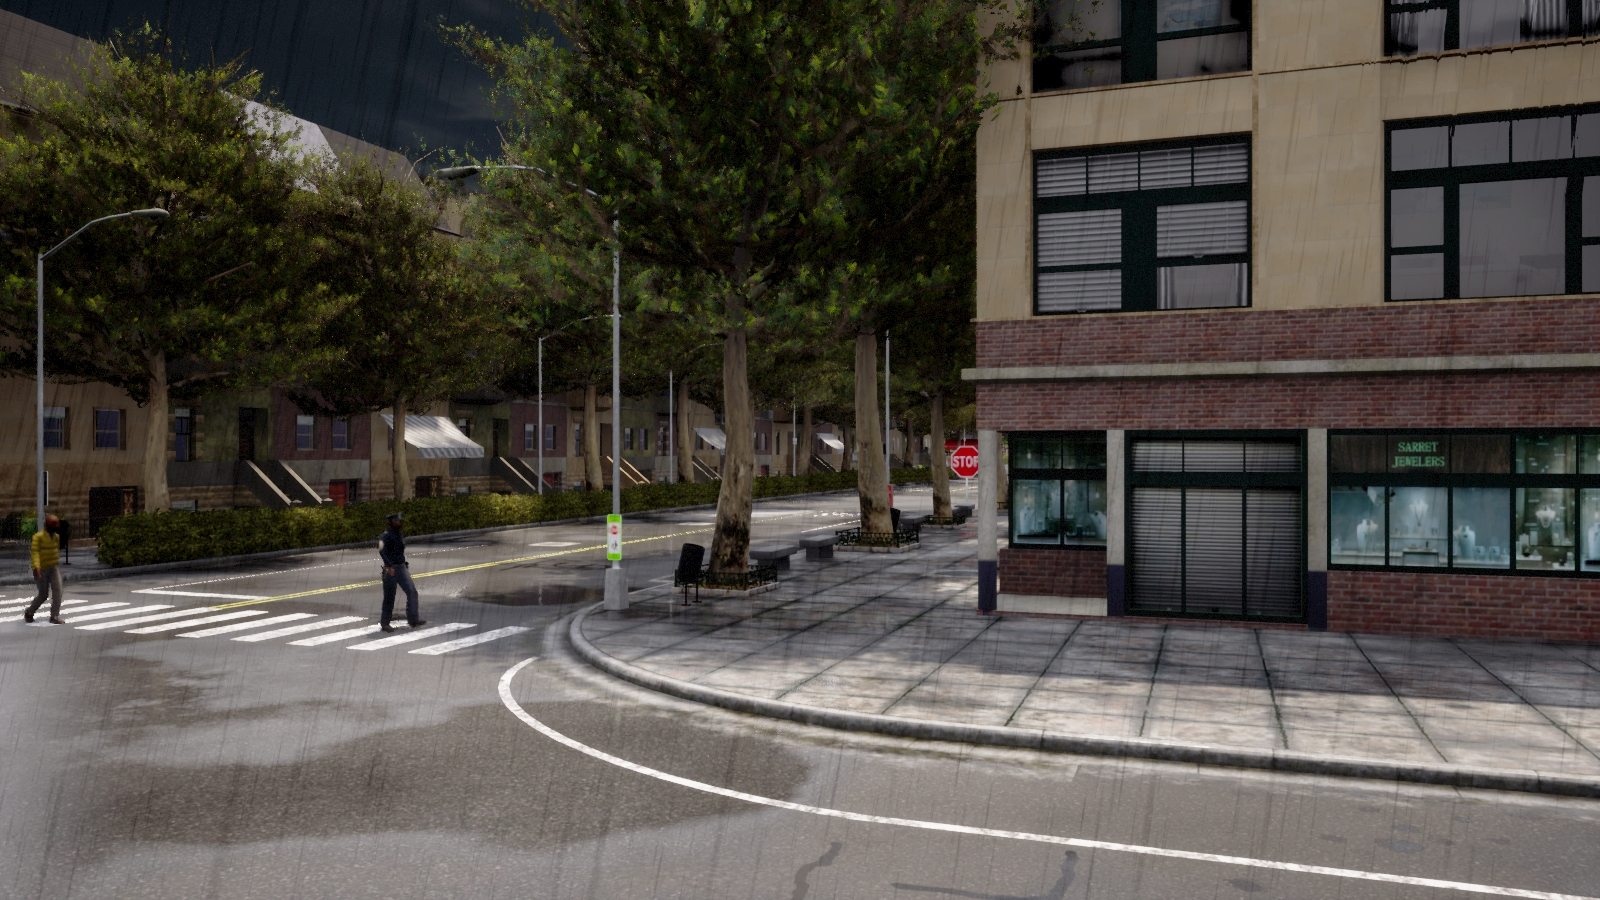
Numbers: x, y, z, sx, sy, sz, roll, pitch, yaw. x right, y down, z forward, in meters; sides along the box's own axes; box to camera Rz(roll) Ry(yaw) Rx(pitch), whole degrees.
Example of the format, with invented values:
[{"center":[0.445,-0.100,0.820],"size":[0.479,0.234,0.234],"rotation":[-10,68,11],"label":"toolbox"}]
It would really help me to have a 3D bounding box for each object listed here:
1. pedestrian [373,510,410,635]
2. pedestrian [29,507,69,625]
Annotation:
[{"center":[-6.236,1.854,17.450],"size":[0.375,1.860,0.375],"rotation":[0,0,28],"label":"pedestrian"},{"center":[-12.080,1.856,18.381],"size":[0.375,1.860,0.375],"rotation":[0,0,20],"label":"pedestrian"}]
